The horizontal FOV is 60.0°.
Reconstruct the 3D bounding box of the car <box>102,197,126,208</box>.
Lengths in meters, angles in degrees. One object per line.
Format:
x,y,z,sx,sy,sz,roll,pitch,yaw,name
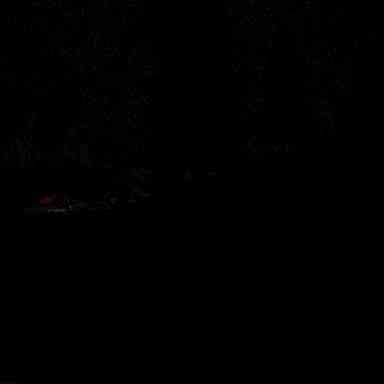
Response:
-11.243,1.531,48.710,1.812,1.442,4.674,0,0,13,car

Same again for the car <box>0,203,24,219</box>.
-16.173,1.554,26.966,2.033,1.411,5.357,0,0,13,car

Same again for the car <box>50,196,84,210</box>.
-16.028,1.571,43.552,1.994,1.385,4.181,0,0,13,car

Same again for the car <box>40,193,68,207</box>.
-21.264,1.233,51.951,2.150,2.045,5.566,0,0,13,car
